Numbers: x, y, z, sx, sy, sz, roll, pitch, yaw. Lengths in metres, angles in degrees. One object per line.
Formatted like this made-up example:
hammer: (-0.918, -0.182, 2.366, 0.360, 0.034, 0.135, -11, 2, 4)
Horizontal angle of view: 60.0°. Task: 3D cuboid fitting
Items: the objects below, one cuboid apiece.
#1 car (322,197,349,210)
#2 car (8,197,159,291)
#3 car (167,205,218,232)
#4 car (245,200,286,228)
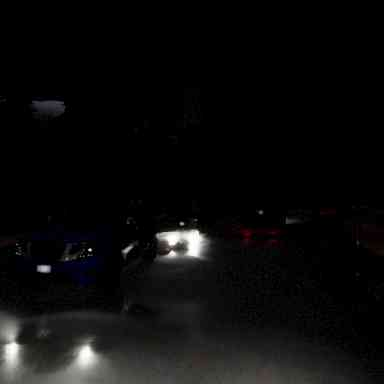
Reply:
car: (17.489, 1.385, 40.461, 2.128, 1.511, 4.902, 0, 0, 44)
car: (-2.535, 1.184, 9.402, 2.150, 2.045, 5.566, 0, 0, 9)
car: (0.123, 1.495, 19.583, 1.994, 1.385, 4.181, 0, 0, 20)
car: (4.982, 1.284, 22.131, 2.097, 1.767, 4.553, 0, 0, 22)
